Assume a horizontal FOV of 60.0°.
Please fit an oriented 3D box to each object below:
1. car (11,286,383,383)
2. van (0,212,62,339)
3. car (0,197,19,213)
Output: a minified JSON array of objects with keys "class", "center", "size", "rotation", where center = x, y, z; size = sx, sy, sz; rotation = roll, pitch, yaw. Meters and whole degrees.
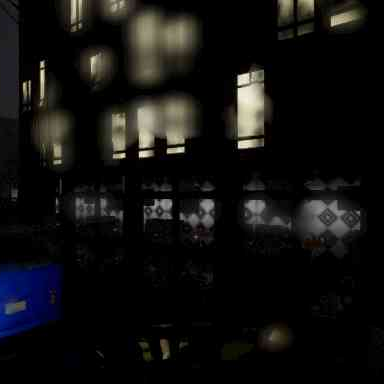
[{"class":"car","center":[0.726,1.580,2.321],"size":[4.206,1.307,1.802],"rotation":[0,0,36]},{"class":"van","center":[-3.906,1.340,5.625],"size":[3.998,1.788,1.690],"rotation":[0,0,36]},{"class":"car","center":[-13.794,1.357,27.739],"size":[2.192,1.841,5.009],"rotation":[-1,-1,35]}]
